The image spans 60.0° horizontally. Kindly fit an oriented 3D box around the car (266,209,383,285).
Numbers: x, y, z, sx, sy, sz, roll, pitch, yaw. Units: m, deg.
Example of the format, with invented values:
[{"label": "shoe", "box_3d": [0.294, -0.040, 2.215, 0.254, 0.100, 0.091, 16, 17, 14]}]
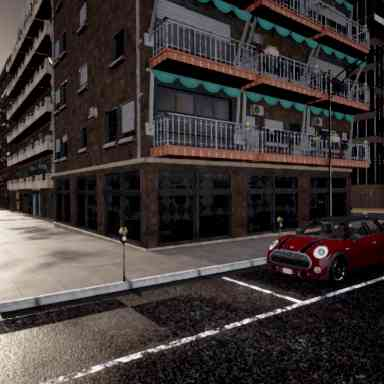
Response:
[{"label": "car", "box_3d": [3.987, 1.438, 9.431, 4.097, 1.590, 1.967, 0, -1, -36]}]
